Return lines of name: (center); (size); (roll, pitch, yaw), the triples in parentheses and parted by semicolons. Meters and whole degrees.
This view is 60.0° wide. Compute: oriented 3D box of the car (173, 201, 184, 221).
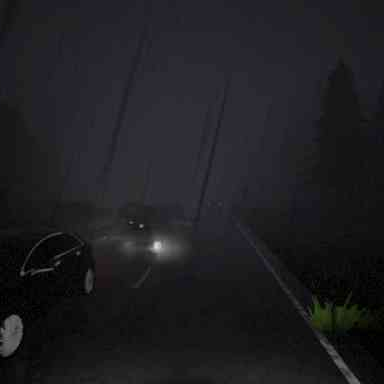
car: (-1.744, 1.528, 27.753); (1.812, 1.442, 4.674); (0, 0, 4)

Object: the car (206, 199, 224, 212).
car: (2.581, 1.529, 38.803); (1.812, 1.442, 4.674); (0, 0, 4)

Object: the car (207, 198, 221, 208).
car: (3.230, 1.605, 48.791); (1.895, 1.301, 4.718); (0, 0, 5)

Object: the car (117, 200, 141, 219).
car: (-4.768, 1.457, 27.068); (1.816, 1.474, 4.193); (6, 0, 2)

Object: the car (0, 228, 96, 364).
car: (-3.263, 1.495, 6.029); (1.837, 1.490, 4.892); (-1, 0, 3)

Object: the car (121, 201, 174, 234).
car: (-2.404, 1.508, 19.360); (1.837, 1.490, 4.892); (0, 0, 4)
